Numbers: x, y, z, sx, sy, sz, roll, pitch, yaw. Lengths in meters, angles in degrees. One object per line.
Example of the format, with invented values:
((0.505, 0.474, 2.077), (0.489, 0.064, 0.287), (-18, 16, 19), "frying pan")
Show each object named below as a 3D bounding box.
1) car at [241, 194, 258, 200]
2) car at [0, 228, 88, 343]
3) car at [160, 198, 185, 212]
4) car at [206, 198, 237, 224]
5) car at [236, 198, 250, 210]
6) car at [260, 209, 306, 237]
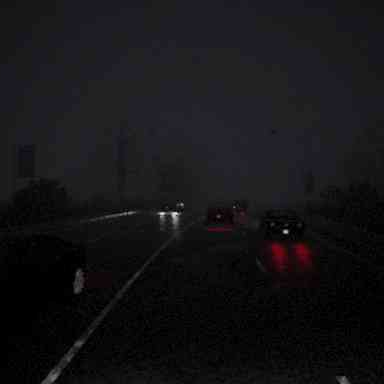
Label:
((13.388, 1.186, 77.315), (2.033, 1.411, 5.357), (0, 0, 30), "car")
((-3.407, 1.468, 5.673), (1.882, 1.535, 5.008), (0, 0, 3), "car")
((-2.186, 1.460, 38.872), (1.837, 1.490, 4.892), (0, 0, 14), "car")
((2.162, 1.460, 24.524), (1.882, 1.535, 5.008), (0, 0, 9), "car")
((6.192, 1.467, 42.198), (2.128, 1.511, 4.902), (0, 0, 16), "car")
((4.754, 1.594, 18.110), (1.895, 1.301, 4.718), (0, 0, 7), "car")
